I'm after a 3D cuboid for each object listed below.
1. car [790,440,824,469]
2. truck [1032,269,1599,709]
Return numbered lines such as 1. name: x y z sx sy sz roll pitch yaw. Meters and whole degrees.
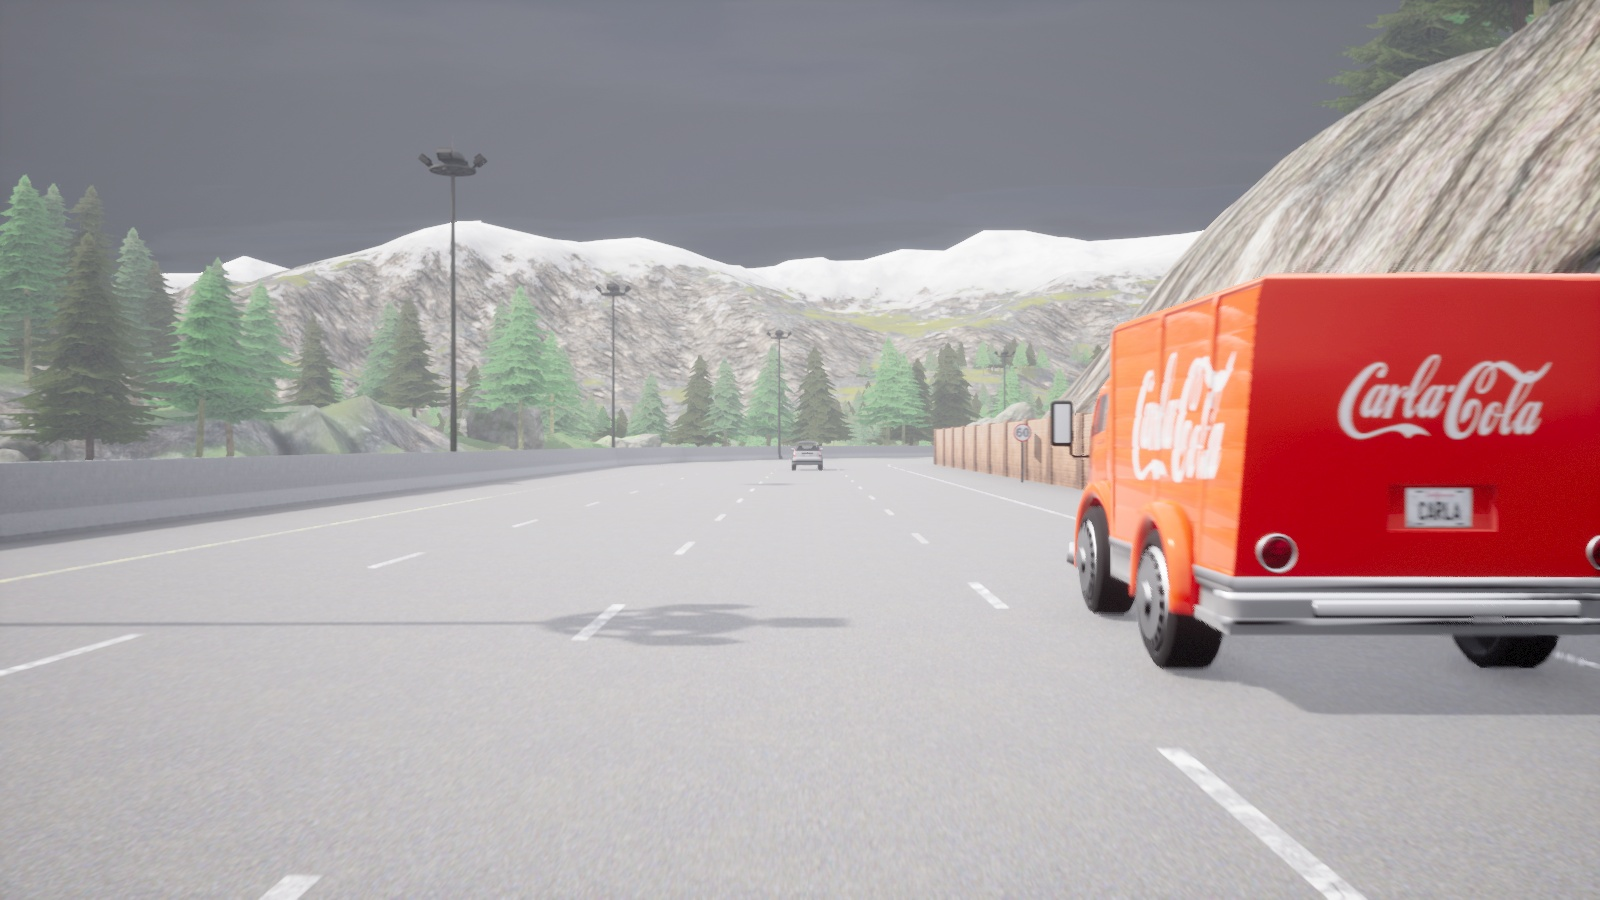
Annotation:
1. car: 0.406 0.246 70.764 1.851 1.617 3.988 0 0 0
2. truck: 3.570 0.207 9.647 2.627 2.467 5.204 0 0 0
